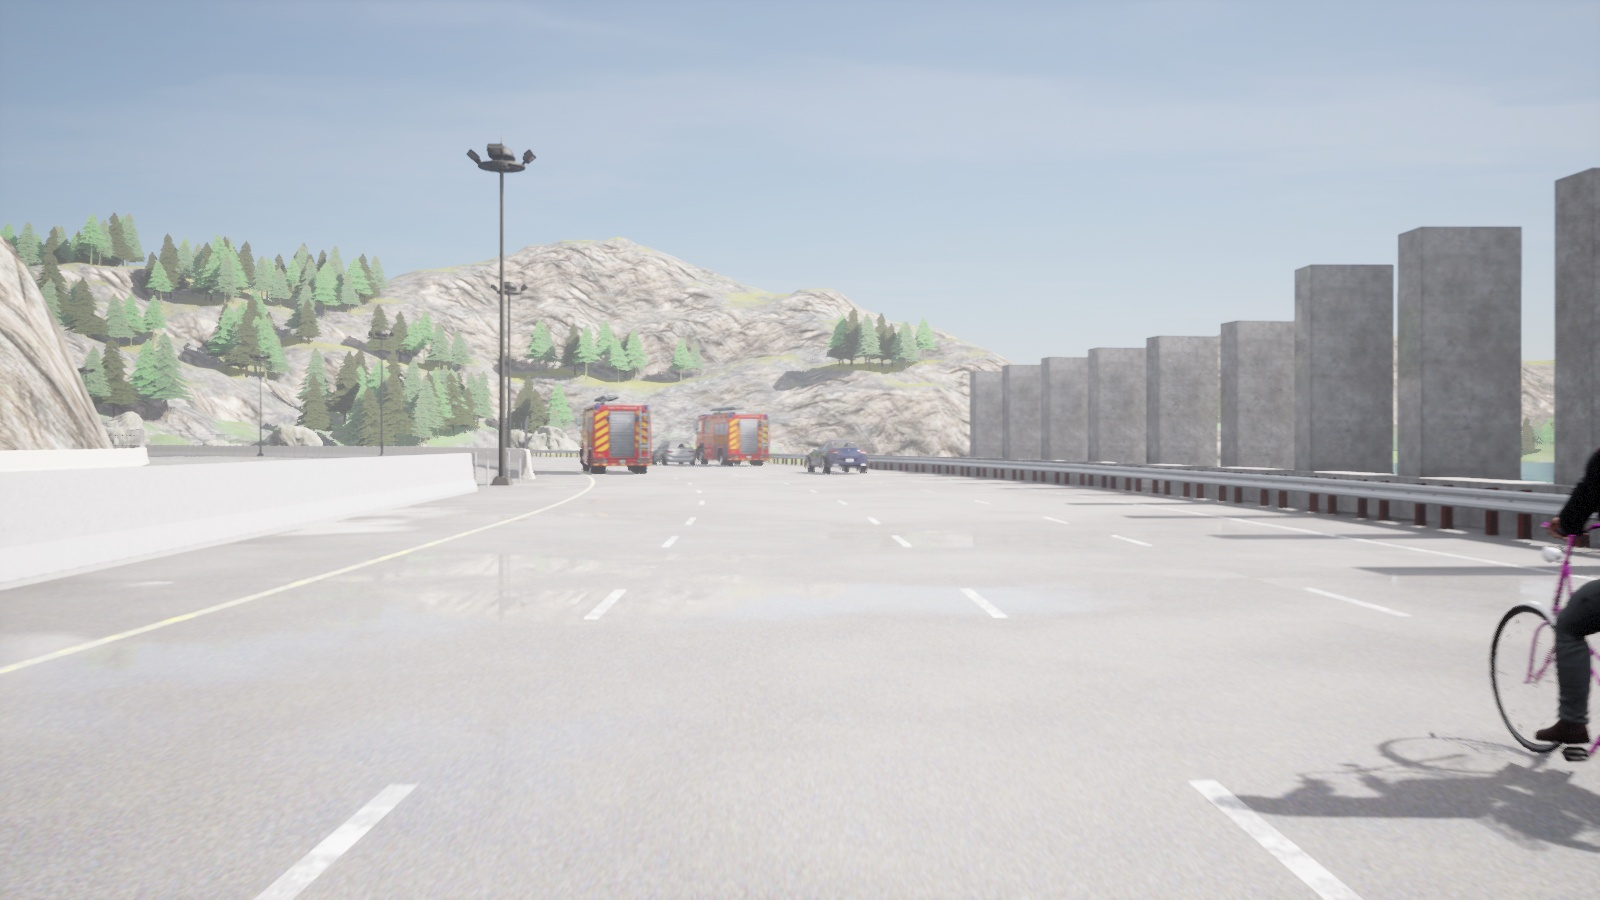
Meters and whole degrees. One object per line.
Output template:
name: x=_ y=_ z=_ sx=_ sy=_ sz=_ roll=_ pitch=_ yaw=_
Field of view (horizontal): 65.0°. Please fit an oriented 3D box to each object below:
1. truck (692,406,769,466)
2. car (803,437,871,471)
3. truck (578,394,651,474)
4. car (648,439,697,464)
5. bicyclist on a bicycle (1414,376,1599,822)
truck: x=-4.768 y=-0.898 z=84.478 sx=2.891 sy=3.827 sz=8.468 roll=0 pitch=0 yaw=-19
car: x=1.775 y=0.176 z=62.133 sx=2.152 sy=1.651 sz=5.027 roll=0 pitch=0 yaw=-13
truck: x=-9.690 y=-0.791 z=64.879 sx=2.891 sy=3.827 sz=8.468 roll=0 pitch=0 yaw=-14
car: x=-8.662 y=0.105 z=84.945 sx=2.242 sy=1.667 sz=4.611 roll=0 pitch=0 yaw=-20
bicyclist on a bicycle: x=3.513 y=0.588 z=5.580 sx=0.659 sy=1.776 sz=1.843 roll=0 pitch=1 yaw=0
